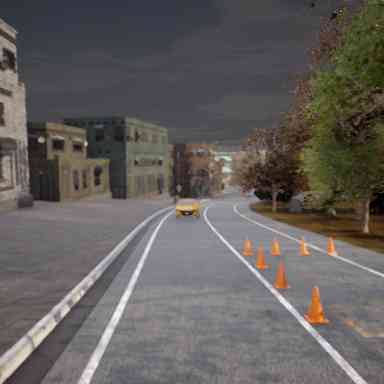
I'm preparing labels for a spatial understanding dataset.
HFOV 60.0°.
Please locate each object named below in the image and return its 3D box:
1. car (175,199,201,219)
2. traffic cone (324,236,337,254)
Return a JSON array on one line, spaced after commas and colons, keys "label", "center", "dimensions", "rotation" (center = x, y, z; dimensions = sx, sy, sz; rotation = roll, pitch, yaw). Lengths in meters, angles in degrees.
[{"label": "car", "center": [-0.330, 1.311, 27.421], "dimensions": [1.882, 1.535, 5.008], "rotation": [0, 0, 1]}, {"label": "traffic cone", "center": [4.966, 1.880, 11.897], "dimensions": [0.340, 0.580, 0.340], "rotation": [0, 0, -1]}]
